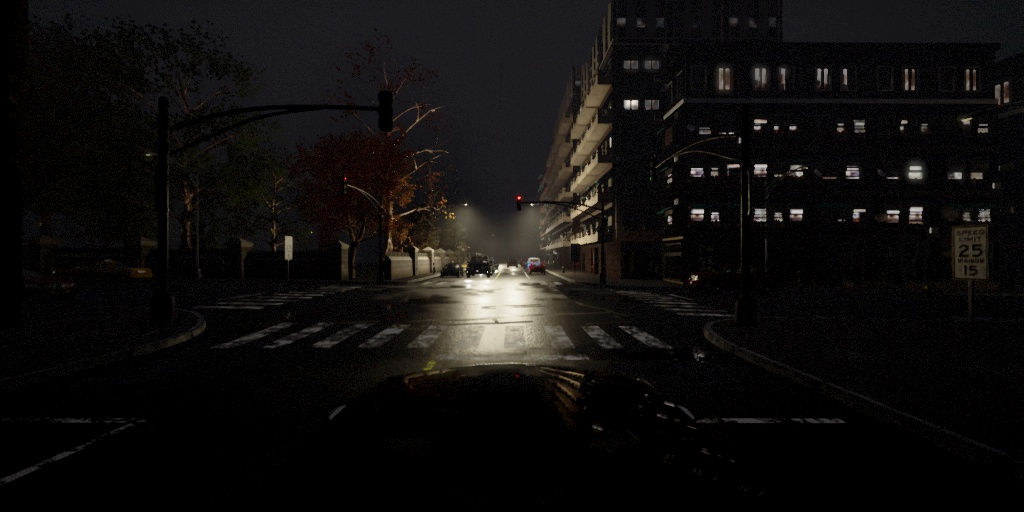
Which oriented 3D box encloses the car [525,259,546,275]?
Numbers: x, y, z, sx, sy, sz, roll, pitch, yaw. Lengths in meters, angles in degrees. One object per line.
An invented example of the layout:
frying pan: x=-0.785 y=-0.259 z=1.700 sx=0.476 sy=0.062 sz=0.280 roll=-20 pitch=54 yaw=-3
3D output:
car: x=2.741 y=1.314 z=39.951 sx=1.888 sy=1.381 sz=4.507 roll=0 pitch=0 yaw=0

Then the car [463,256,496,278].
car: x=-3.042 y=0.986 z=34.619 sx=2.150 sy=2.045 sz=5.566 roll=0 pitch=0 yaw=1

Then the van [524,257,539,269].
van: x=2.749 y=1.116 z=45.581 sx=1.690 sy=1.789 sz=3.998 roll=0 pitch=0 yaw=0

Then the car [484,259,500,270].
car: x=-3.019 y=1.279 z=54.970 sx=2.128 sy=1.511 sz=4.902 roll=0 pitch=0 yaw=0

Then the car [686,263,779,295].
car: x=13.476 y=1.353 z=21.966 sx=5.009 sy=1.841 sz=2.192 roll=0 pitch=0 yaw=0

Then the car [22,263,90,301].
car: x=-18.947 y=1.007 z=13.319 sx=4.207 sy=1.307 sz=1.802 roll=0 pitch=0 yaw=0

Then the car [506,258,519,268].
car: x=0.080 y=1.304 z=62.625 sx=1.837 sy=1.490 sz=4.892 roll=0 pitch=0 yaw=0

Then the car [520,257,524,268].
car: x=2.764 y=1.230 z=56.842 sx=1.967 sy=1.591 sz=4.097 roll=0 pitch=0 yaw=0

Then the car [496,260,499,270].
car: x=-3.040 y=1.322 z=44.871 sx=2.033 sy=1.411 sz=5.357 roll=0 pitch=0 yaw=0

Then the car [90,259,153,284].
car: x=-24.717 y=0.883 z=21.652 sx=4.829 sy=1.417 sz=1.751 roll=0 pitch=0 yaw=0

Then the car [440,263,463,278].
car: x=-5.647 y=1.330 z=34.332 sx=1.948 sy=1.339 sz=4.313 roll=0 pitch=0 yaw=0
